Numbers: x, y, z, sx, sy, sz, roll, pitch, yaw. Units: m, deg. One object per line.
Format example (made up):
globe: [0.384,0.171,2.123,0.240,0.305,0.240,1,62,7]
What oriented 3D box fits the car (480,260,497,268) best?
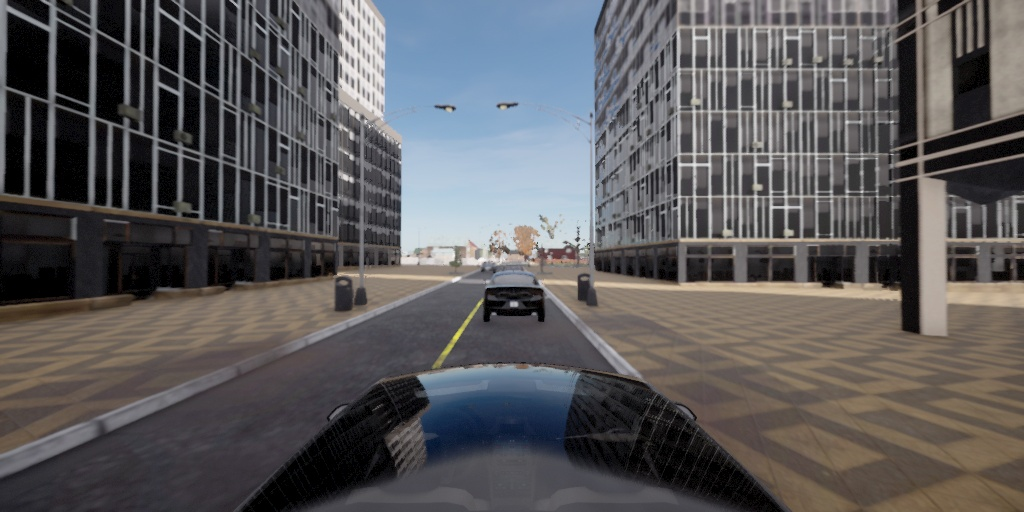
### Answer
car: [-2.843,1.311,44.619,2.128,1.511,4.902,0,0,0]

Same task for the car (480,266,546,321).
car: [0.066,1.241,12.482,1.882,1.535,5.008,0,-1,0]
